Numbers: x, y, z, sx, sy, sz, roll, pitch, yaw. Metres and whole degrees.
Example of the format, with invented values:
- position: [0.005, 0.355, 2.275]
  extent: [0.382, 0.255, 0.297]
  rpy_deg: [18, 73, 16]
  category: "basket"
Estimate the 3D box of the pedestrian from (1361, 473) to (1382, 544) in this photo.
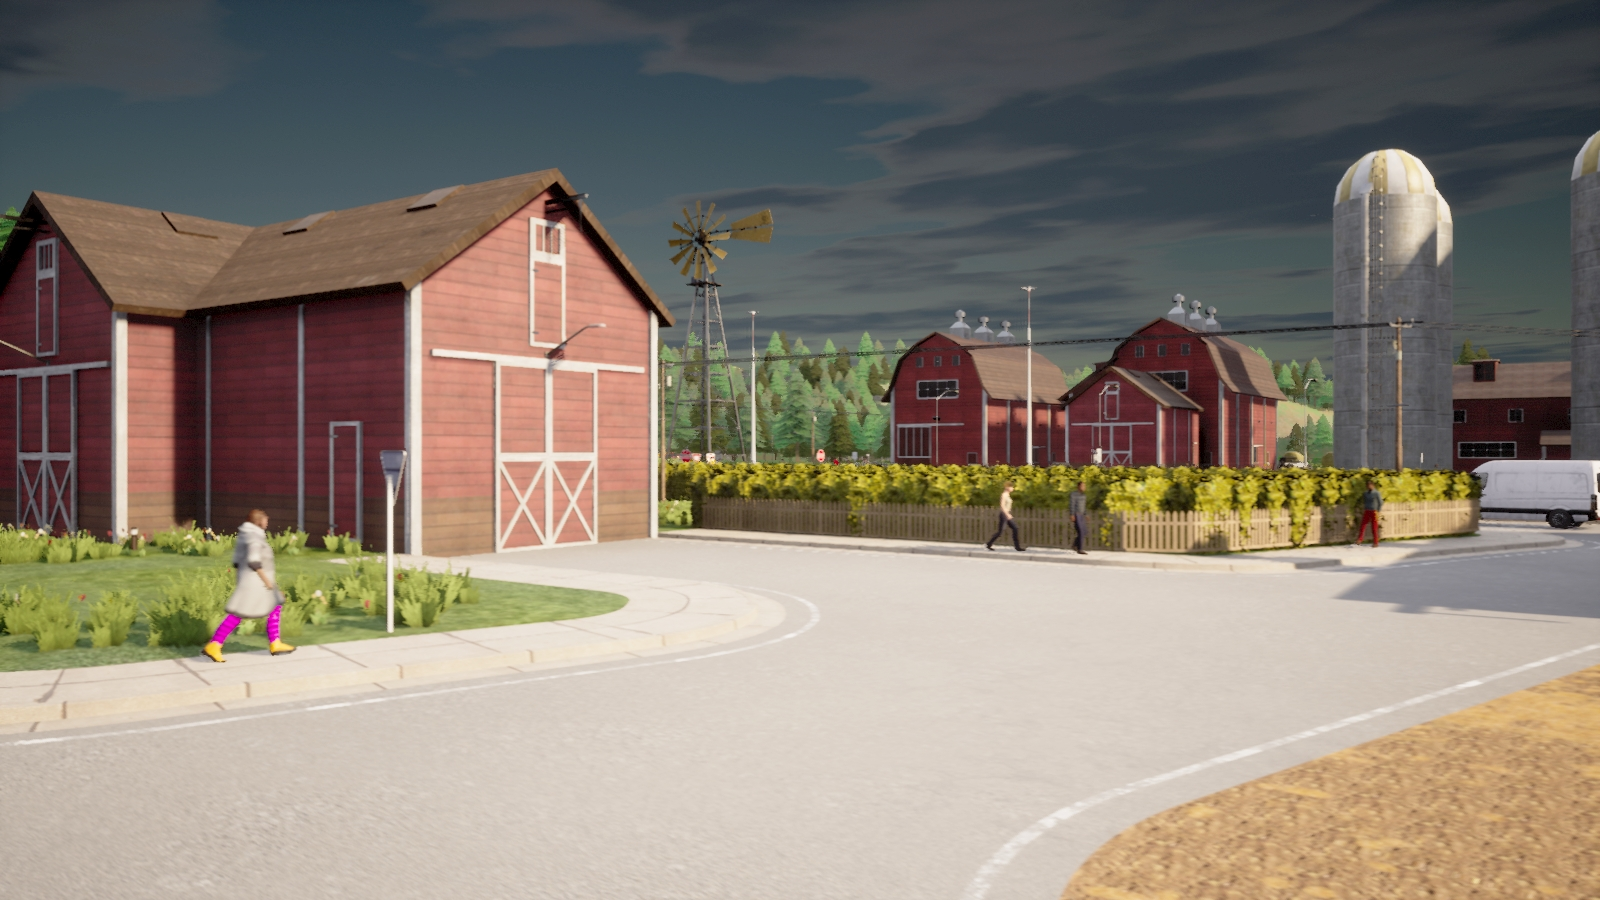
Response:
- position: [15.285, 1.557, 30.566]
  extent: [0.375, 1.860, 0.375]
  rpy_deg: [0, 0, -31]
  category: "pedestrian"

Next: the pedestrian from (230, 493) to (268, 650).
- position: [-6.713, 1.458, 13.915]
  extent: [0.375, 1.860, 0.375]
  rpy_deg: [0, 0, -33]
  category: "pedestrian"

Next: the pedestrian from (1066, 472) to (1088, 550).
- position: [6.699, 1.467, 27.626]
  extent: [0.375, 1.860, 0.375]
  rpy_deg: [0, 0, -44]
  category: "pedestrian"

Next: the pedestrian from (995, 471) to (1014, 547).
- position: [5.110, 1.466, 28.564]
  extent: [0.375, 1.860, 0.375]
  rpy_deg: [0, 0, 28]
  category: "pedestrian"

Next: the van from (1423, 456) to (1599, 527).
- position: [27.718, 1.535, 44.317]
  extent: [1.988, 2.561, 5.915]
  rpy_deg: [1, 0, -43]
  category: "van"
